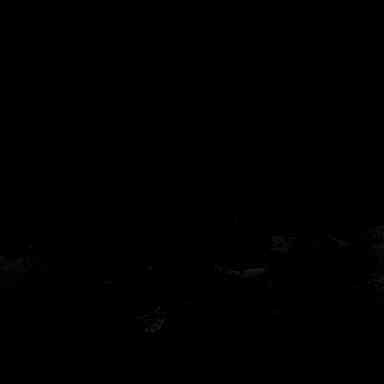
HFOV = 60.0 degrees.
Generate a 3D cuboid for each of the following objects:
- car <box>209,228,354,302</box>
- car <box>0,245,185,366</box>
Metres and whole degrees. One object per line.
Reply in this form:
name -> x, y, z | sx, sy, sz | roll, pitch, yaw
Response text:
car -> 2.365, 1.582, 8.220 | 4.206, 1.307, 1.802 | 0, 0, -35
car -> -2.115, 1.566, 5.027 | 4.313, 1.339, 1.947 | 0, 0, -35
